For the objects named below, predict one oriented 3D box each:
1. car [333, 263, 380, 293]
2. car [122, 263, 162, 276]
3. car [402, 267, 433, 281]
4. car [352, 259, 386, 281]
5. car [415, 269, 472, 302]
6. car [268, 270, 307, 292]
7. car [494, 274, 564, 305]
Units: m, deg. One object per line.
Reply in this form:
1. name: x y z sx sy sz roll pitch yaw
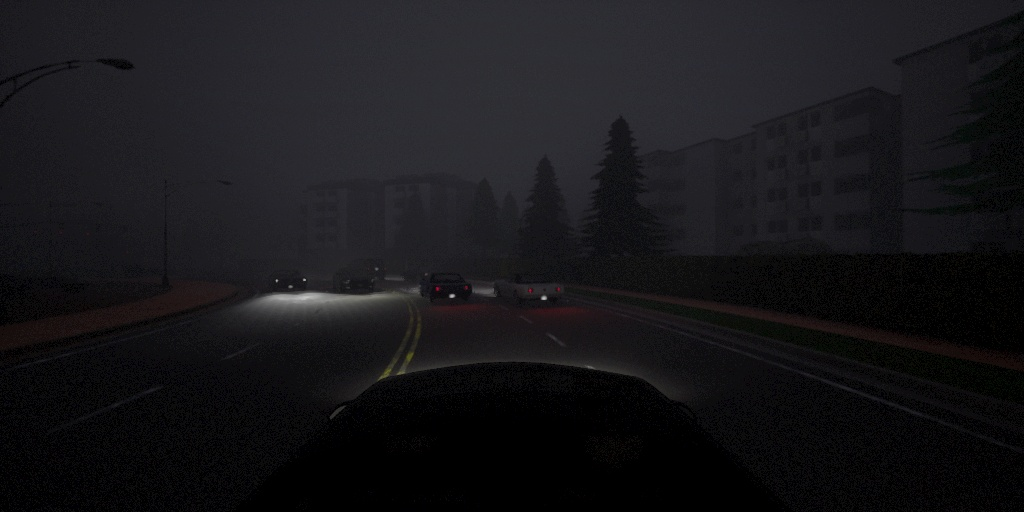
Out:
1. car: -10.086 1.432 22.725 1.882 1.535 5.008 0 -1 -33
2. car: -45.666 1.576 44.235 4.674 1.442 1.812 0 0 14
3. car: -8.217 1.627 32.391 1.895 1.301 4.718 0 -1 -40
4. car: -13.717 1.273 33.233 2.150 2.045 5.566 1 -1 -45
5. car: -3.496 1.495 18.007 1.895 1.301 4.718 0 -1 -22
6. car: -14.763 1.577 23.567 1.895 1.301 4.718 0 -1 -37
7. car: 0.596 1.473 17.030 1.895 1.301 4.718 0 0 -19
